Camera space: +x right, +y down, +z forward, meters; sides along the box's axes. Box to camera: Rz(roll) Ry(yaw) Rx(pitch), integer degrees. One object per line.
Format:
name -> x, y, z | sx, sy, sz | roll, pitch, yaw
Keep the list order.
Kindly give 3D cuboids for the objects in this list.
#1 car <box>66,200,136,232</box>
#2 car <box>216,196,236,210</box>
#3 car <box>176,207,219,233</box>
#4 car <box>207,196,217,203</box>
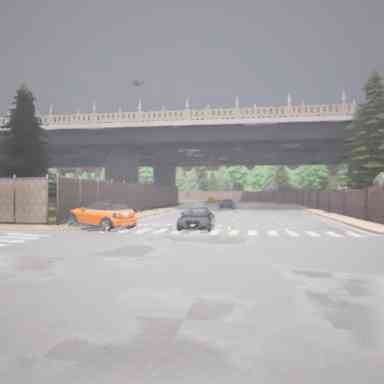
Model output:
car -> -5.679, 1.296, 20.513 | 4.553, 1.767, 2.097 | 3, 3, 33
car -> 4.806, 1.637, 45.209 | 1.812, 1.442, 4.674 | 0, 1, 13
car -> 0.320, 1.623, 20.106 | 1.994, 1.385, 4.181 | 0, 0, 9
car -> 4.882, 1.615, 70.845 | 1.882, 1.535, 5.008 | 0, 0, -18
